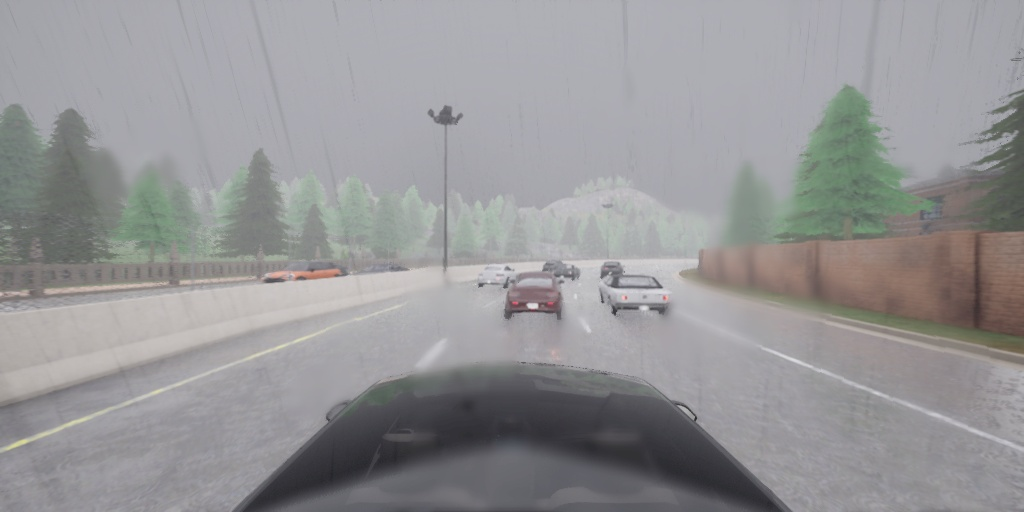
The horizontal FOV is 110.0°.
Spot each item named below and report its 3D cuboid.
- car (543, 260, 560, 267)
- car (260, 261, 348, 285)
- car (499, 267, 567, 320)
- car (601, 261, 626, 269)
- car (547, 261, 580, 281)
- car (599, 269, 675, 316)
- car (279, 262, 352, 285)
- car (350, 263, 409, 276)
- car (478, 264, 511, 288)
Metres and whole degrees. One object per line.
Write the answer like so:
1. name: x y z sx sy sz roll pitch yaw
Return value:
1. car: 4.920 1.221 40.673 1.837 1.490 4.892 0 0 23
2. car: -12.199 1.091 21.022 2.097 1.767 4.553 0 0 11
3. car: 0.858 1.266 12.596 1.812 1.442 4.674 0 0 6
4. car: 9.153 1.226 32.509 1.837 1.490 4.892 0 0 20
5. car: 4.590 1.326 30.100 1.895 1.301 4.718 0 0 18
6. car: 4.419 1.339 13.451 1.895 1.301 4.718 0 0 7
7. car: -14.543 1.226 26.944 2.128 1.511 4.902 0 0 13
8. car: -8.294 1.227 22.854 2.128 1.511 4.902 0 0 12
9. car: -0.873 1.258 23.205 1.812 1.442 4.674 0 0 12
